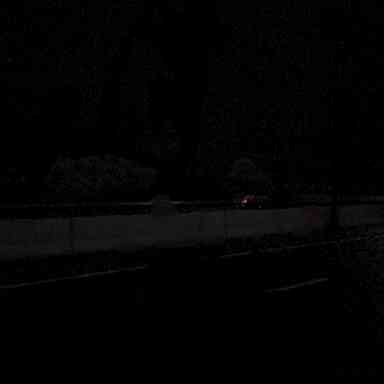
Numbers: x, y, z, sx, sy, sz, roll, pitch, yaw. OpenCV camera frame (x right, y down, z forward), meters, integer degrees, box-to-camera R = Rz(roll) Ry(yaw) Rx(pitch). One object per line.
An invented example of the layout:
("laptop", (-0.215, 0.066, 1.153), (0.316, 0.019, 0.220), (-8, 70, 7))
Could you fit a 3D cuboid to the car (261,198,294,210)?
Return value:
("car", (8.445, 1.282, 33.653), (4.181, 1.385, 1.994), (0, 1, -28))
